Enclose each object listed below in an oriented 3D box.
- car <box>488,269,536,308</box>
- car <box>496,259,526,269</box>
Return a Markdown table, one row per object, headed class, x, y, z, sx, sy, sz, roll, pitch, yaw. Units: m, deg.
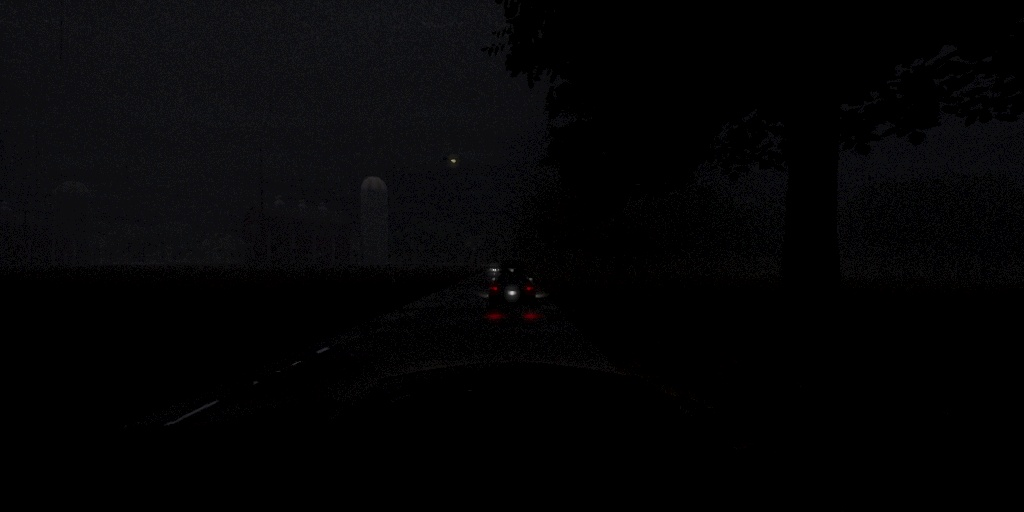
| class | x | y | z | sx | sy | sz | roll | pitch | yaw |
| --- | --- | --- | --- | --- | --- | --- | --- | --- | --- |
| car | 0.010 | 1.453 | 16.166 | 1.994 | 1.385 | 4.181 | 0 | -1 | 0 |
| car | 0.011 | 1.261 | 30.872 | 2.150 | 2.045 | 5.566 | 0 | -1 | 0 |
